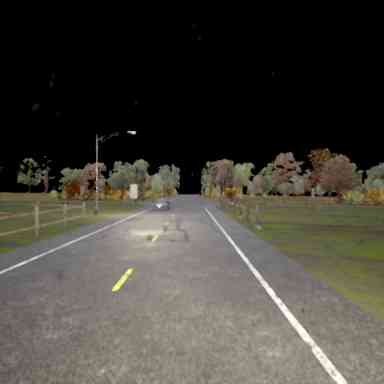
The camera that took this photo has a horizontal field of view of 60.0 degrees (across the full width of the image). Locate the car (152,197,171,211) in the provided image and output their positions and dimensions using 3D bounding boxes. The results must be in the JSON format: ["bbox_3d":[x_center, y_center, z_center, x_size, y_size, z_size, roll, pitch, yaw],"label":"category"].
[{"bbox_3d":[-3.559,1.363,38.986,2.128,1.511,4.902,0,0,0],"label":"car"}]
